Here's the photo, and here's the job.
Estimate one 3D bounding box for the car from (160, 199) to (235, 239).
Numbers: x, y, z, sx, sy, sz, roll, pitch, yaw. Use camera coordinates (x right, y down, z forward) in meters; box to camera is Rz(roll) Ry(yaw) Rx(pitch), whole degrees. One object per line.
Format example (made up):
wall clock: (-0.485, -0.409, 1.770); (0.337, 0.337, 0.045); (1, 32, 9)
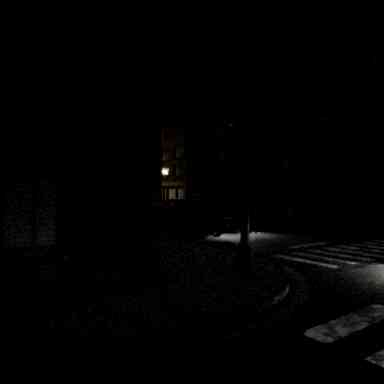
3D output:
car: (-0.338, 1.357, 17.880); (2.192, 1.841, 5.009); (1, 0, -35)

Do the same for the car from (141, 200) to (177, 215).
car: (-3.677, 1.660, 36.405); (1.887, 1.381, 4.507); (1, 0, -35)

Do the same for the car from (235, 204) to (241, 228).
car: (0.729, 1.595, 20.752); (1.812, 1.442, 4.674); (1, 0, -35)

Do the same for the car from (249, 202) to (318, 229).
car: (6.104, 1.658, 22.663); (1.752, 1.417, 4.829); (1, 0, -35)

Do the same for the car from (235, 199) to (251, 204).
car: (2.911, 1.442, 27.153); (2.192, 1.841, 5.009); (1, 0, -35)
